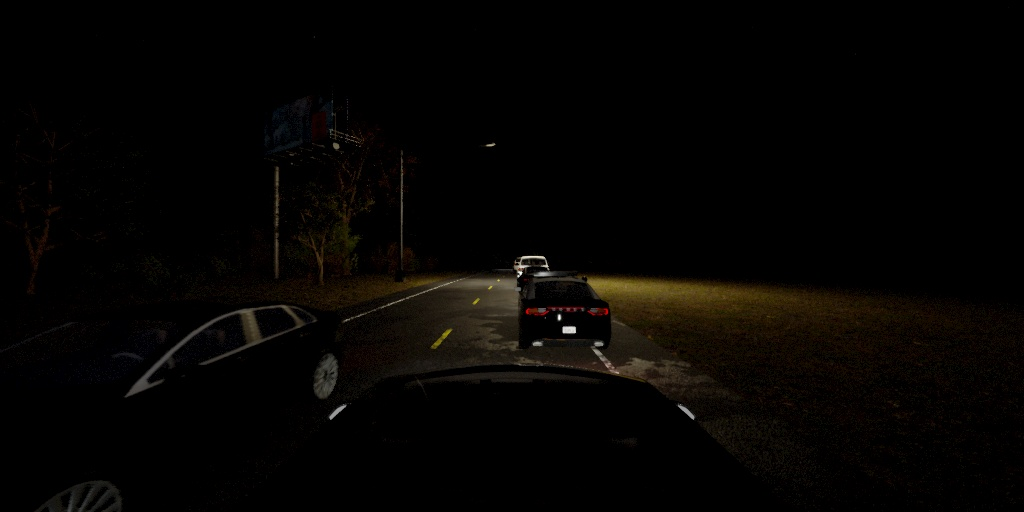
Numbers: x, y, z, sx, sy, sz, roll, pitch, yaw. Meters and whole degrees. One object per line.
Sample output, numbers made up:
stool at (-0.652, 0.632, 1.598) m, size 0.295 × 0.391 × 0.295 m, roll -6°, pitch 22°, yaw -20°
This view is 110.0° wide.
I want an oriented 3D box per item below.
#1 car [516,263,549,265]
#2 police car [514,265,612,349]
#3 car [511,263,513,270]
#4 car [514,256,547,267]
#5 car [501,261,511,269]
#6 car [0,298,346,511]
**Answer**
car at (1.277, 1.296, 19.142) m, size 1.837 × 1.490 × 4.892 m, roll 0°, pitch 0°, yaw 1°
police car at (1.100, 1.184, 9.286) m, size 1.930 × 1.638 × 5.238 m, roll 0°, pitch 0°, yaw 1°
car at (1.394, 1.203, 46.496) m, size 2.150 × 2.045 × 5.566 m, roll 0°, pitch 0°, yaw 4°
car at (1.446, 1.044, 25.151) m, size 2.150 × 2.045 × 5.566 m, roll 0°, pitch 0°, yaw 2°
car at (-0.850, 1.671, 64.622) m, size 1.812 × 1.442 × 4.674 m, roll 0°, pitch -1°, yaw 5°
car at (-3.463, 1.242, 3.547) m, size 2.128 × 1.511 × 4.902 m, roll 0°, pitch 0°, yaw 0°
